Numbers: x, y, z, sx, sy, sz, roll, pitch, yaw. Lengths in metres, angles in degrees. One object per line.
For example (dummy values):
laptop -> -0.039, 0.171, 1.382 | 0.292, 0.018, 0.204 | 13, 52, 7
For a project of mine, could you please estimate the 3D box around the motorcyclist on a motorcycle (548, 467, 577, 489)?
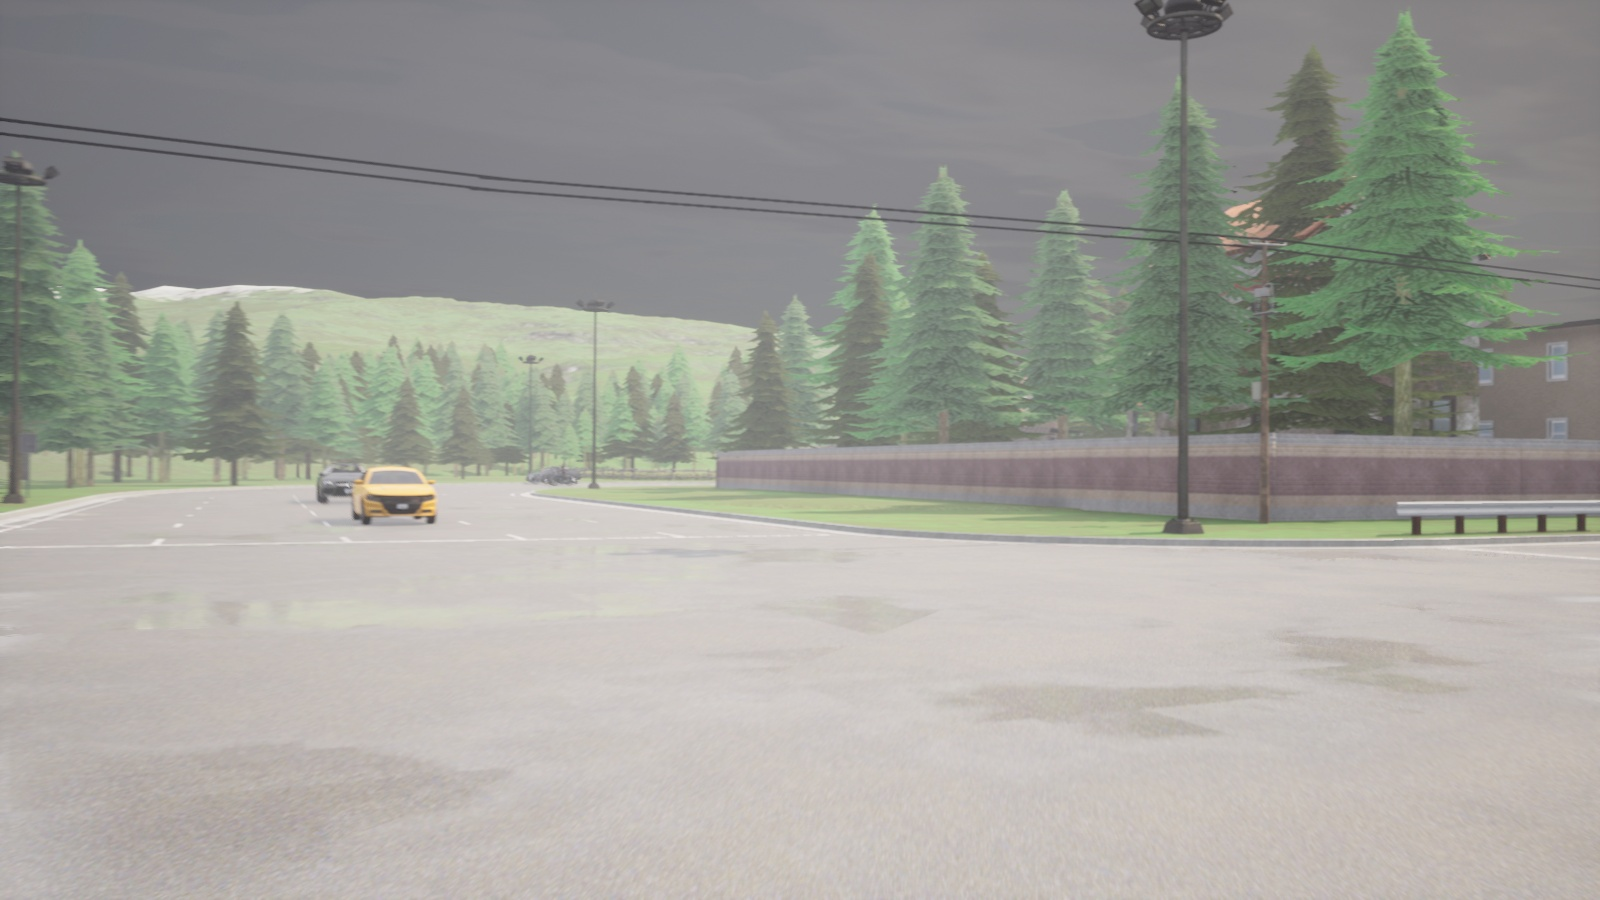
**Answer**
motorcyclist on a motorcycle -> -18.285, 2.130, 96.707 | 0.766, 1.649, 2.350 | 0, 0, 34

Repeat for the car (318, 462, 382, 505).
car -> -18.588, 1.339, 51.721 | 2.152, 1.651, 5.027 | 0, -1, -24

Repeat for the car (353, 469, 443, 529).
car -> -11.138, 1.287, 34.594 | 1.882, 1.535, 5.008 | 0, -1, -23
